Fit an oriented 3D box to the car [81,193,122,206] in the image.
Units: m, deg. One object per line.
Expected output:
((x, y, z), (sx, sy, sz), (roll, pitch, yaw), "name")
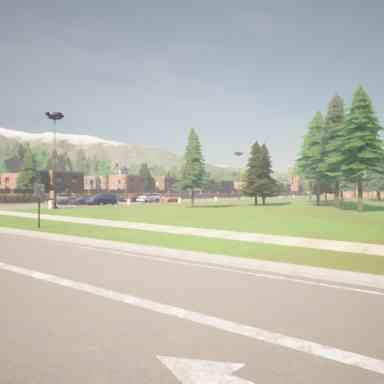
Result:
((-14.658, 1.219, 54.149), (2.150, 2.045, 5.566), (0, 0, 34), "car")

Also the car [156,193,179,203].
((-4.595, 1.351, 68.391), (2.097, 1.767, 4.553), (0, 0, 35), "car")

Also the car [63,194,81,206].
((-18.084, 1.545, 55.346), (2.033, 1.411, 5.357), (0, 0, 35), "car")

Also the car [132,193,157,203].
((-8.959, 1.221, 68.256), (2.150, 2.045, 5.566), (0, 0, 35), "car")

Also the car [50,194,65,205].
((-20.957, 1.544, 57.335), (2.033, 1.411, 5.357), (0, 0, 35), "car")

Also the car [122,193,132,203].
((-11.900, 1.223, 70.152), (2.150, 2.045, 5.566), (0, 0, 35), "car")

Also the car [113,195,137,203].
((-14.528, 1.522, 72.502), (2.128, 1.511, 4.902), (0, 0, 35), "car")

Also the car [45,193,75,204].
((-23.501, 1.220, 59.782), (2.150, 2.045, 5.566), (0, 0, 35), "car")
